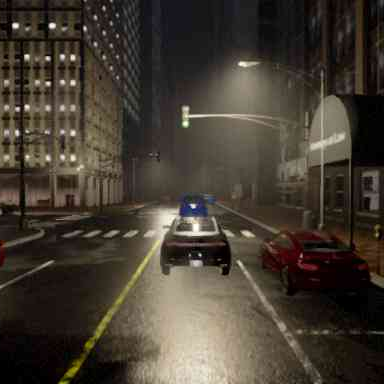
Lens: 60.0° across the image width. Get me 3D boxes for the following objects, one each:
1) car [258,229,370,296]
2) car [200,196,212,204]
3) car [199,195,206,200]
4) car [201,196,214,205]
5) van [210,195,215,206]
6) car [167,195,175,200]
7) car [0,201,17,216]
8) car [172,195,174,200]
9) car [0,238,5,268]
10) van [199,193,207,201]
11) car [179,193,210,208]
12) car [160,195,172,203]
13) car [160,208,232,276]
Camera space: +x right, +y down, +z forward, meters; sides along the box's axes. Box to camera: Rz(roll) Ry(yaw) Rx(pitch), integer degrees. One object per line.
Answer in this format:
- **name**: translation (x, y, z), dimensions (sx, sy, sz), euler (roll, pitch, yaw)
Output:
- **car**: translation (2.815, 1.574, 8.371), dimensions (1.802, 1.307, 4.206), euler (0, 0, 0)
- **car**: translation (2.682, 1.486, 63.357), dimensions (2.008, 1.369, 4.403), euler (0, 0, 0)
- **car**: translation (2.680, 1.485, 86.144), dimensions (1.802, 1.307, 4.206), euler (0, 0, 0)
- **car**: translation (2.682, 1.493, 57.661), dimensions (2.008, 1.369, 4.403), euler (0, 0, 0)
- **van**: translation (2.682, 1.290, 51.964), dimensions (1.690, 1.788, 3.998), euler (0, 0, 0)
- **car**: translation (-5.700, 1.439, 91.842), dimensions (1.887, 1.381, 4.507), euler (0, 0, 0)
- **car**: translation (-18.523, 1.475, 30.714), dimensions (4.403, 1.369, 2.008), euler (0, 0, 1)
- **car**: translation (-5.699, 1.486, 74.751), dimensions (1.947, 1.339, 4.313), euler (0, 0, 0)
- **car**: translation (-5.824, 1.538, 6.994), dimensions (1.887, 1.381, 4.507), euler (0, 0, 0)
- **van**: translation (2.680, 1.253, 80.448), dimensions (1.690, 1.788, 3.998), euler (0, 0, 0)
- **car**: translation (0.098, 1.196, 27.591), dimensions (2.150, 2.045, 5.566), euler (0, 0, 0)
- **car**: translation (-5.699, 1.473, 69.054), dimensions (1.887, 1.381, 4.507), euler (0, 0, 0)
- **car**: translation (0.098, 1.482, 10.353), dimensions (2.128, 1.511, 4.902), euler (0, 0, 0)
